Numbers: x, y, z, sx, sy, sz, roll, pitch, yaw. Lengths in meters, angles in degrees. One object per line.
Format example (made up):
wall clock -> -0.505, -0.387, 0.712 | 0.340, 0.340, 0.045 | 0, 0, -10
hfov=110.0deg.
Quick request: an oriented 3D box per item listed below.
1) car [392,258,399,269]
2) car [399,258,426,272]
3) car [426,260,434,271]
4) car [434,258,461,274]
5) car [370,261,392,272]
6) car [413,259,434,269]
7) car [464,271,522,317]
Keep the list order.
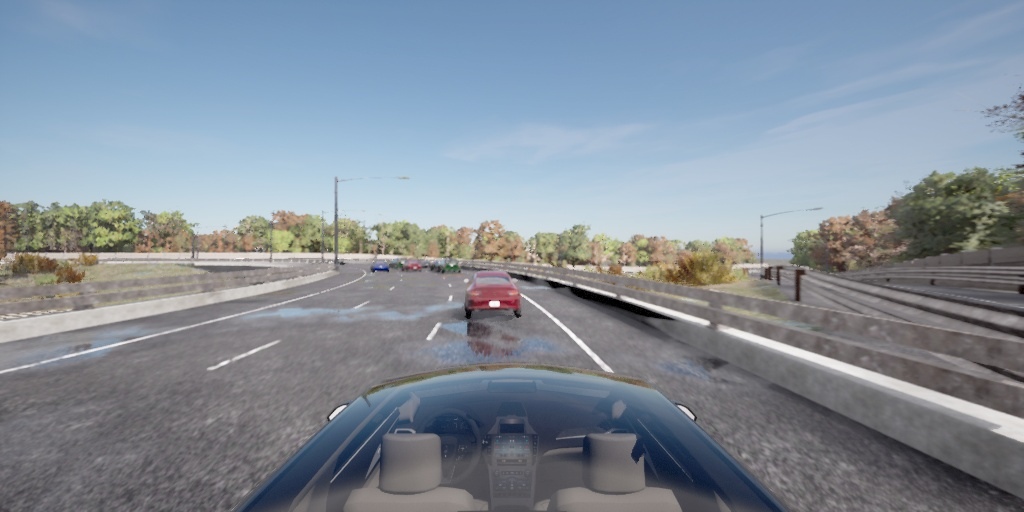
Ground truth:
car -> -16.582, 1.026, 53.022 | 2.097, 1.767, 4.553 | 0, 0, -31
car -> -12.282, 1.209, 44.002 | 1.812, 1.442, 4.674 | 0, 0, -25
car -> -9.070, 1.214, 45.371 | 2.033, 1.411, 5.357 | 0, 0, -25
car -> -7.128, 1.030, 40.292 | 2.097, 1.767, 4.553 | 0, 0, -20
car -> -16.692, 1.259, 45.170 | 1.994, 1.385, 4.181 | 0, 0, -24
car -> -13.543, 1.224, 54.755 | 1.994, 1.385, 4.181 | 0, 0, -31
car -> -0.749, 1.253, 12.928 | 1.812, 1.442, 4.674 | 0, 0, -6
